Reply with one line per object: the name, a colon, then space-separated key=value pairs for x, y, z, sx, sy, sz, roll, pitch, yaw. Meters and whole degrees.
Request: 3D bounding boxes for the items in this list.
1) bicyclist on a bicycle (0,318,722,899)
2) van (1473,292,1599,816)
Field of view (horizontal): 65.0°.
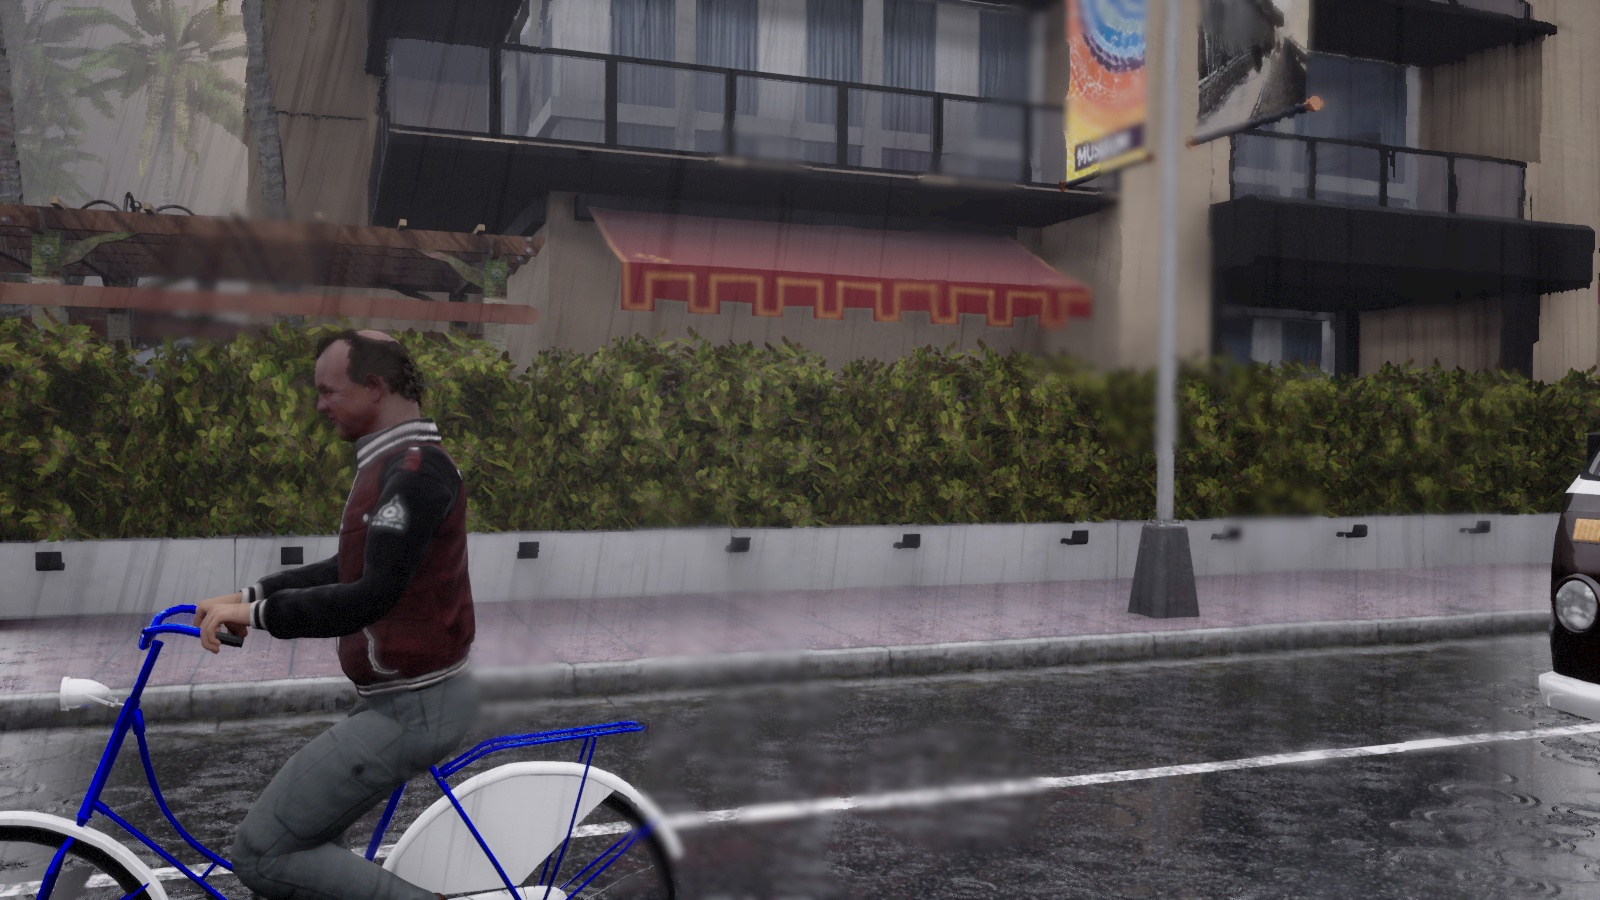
bicyclist on a bicycle: x=-1.157 y=0.636 z=2.793 sx=1.843 sy=1.776 sz=0.659 roll=-1 pitch=1 yaw=-21
van: x=5.368 y=0.378 z=5.225 sx=4.480 sy=2.038 sz=2.069 roll=-1 pitch=1 yaw=-20
